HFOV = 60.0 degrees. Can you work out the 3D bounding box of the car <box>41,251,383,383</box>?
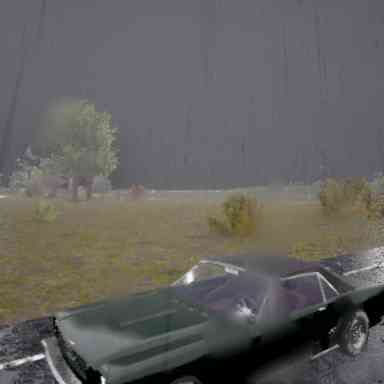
[{"bbox_3d":[0.632,1.590,4.446,4.718,1.301,1.895,0,0,-36],"label":"car"}]
